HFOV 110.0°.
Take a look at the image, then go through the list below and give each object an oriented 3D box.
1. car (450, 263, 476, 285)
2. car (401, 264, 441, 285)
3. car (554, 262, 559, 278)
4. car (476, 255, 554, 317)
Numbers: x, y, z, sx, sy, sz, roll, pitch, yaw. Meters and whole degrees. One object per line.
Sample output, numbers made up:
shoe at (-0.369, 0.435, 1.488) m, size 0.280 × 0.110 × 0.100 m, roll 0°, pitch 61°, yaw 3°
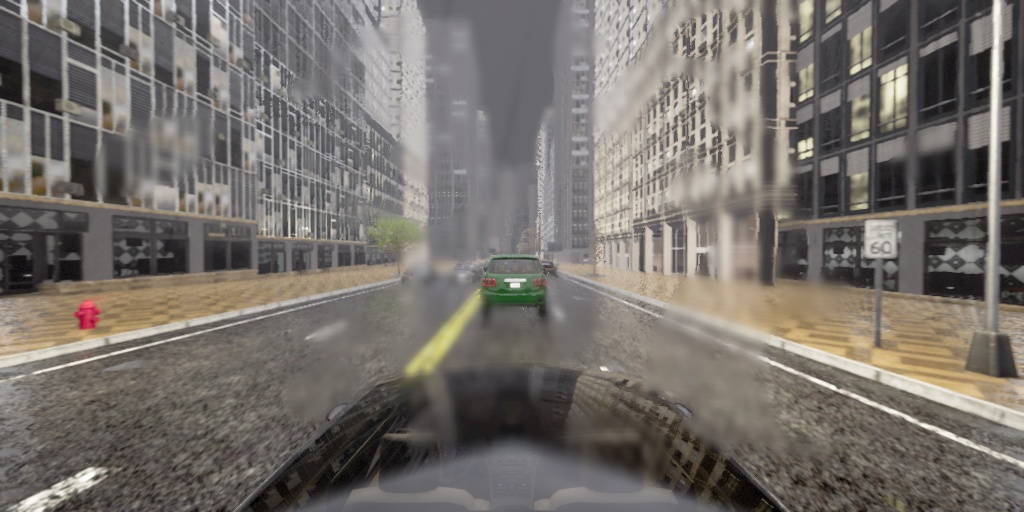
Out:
car at (-3.261, 1.260, 26.080) m, size 2.128 × 1.511 × 4.902 m, roll 0°, pitch 0°, yaw 0°
car at (-6.511, 1.298, 26.080) m, size 1.812 × 1.442 × 4.674 m, roll 0°, pitch 0°, yaw 0°
car at (3.243, 1.250, 33.420) m, size 1.837 × 1.490 × 4.892 m, roll 0°, pitch 0°, yaw 0°
car at (0.096, 0.970, 13.382) m, size 2.150 × 2.045 × 5.566 m, roll 0°, pitch 0°, yaw 0°
